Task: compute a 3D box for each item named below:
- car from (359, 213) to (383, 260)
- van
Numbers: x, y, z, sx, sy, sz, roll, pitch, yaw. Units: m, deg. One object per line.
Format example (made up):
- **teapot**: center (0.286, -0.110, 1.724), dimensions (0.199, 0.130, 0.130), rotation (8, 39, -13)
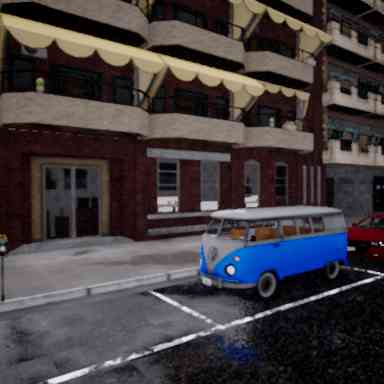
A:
- **car**: center (6.551, 1.392, 11.091), dimensions (4.507, 1.381, 1.887), rotation (-1, 1, -35)
- **van**: center (2.023, 1.260, 7.926), dimensions (3.998, 1.788, 1.690), rotation (-1, 1, -35)
